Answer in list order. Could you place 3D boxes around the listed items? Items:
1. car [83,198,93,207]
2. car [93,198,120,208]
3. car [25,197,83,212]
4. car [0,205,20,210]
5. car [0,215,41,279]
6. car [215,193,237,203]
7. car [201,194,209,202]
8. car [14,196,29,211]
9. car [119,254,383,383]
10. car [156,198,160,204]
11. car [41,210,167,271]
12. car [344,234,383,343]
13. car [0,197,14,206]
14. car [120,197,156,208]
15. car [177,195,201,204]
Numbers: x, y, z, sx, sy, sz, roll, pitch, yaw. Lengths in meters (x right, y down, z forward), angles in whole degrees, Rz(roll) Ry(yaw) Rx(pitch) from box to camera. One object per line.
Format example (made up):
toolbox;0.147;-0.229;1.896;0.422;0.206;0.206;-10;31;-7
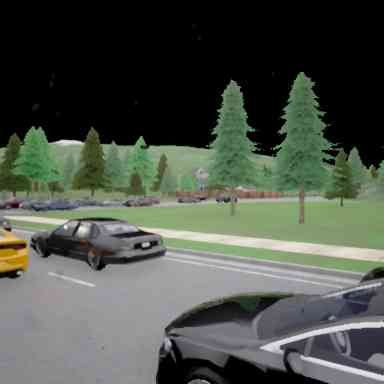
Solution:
car;-16.048;1.555;49.311;1.994;1.385;4.181;0;0;39
car;-11.649;1.593;49.217;1.895;1.301;4.718;0;0;39
car;-15.795;1.541;38.392;2.033;1.411;5.357;0;0;38
car;-11.276;1.544;17.154;5.357;1.411;2.033;0;0;38
car;-6.306;1.476;8.914;5.008;1.535;1.882;0;0;38
car;6.939;1.218;66.802;2.150;2.045;5.566;0;0;39
car;1.555;1.298;71.261;1.882;1.535;5.008;0;0;39
car;-18.483;1.484;40.637;2.128;1.511;4.902;0;0;39
car;1.845;1.490;2.595;4.902;1.511;2.128;0;0;38
car;-7.736;1.553;59.729;1.994;1.385;4.181;0;0;39
car;-3.287;1.546;10.999;5.357;1.411;2.033;0;0;38
car;4.685;1.564;4.812;4.181;1.385;1.994;0;0;38
car;-22.013;1.344;41.822;2.097;1.767;4.553;0;0;39
car;-7.870;1.556;48.346;1.994;1.385;4.181;0;0;39
car;-0.906;1.557;62.655;1.994;1.385;4.181;0;0;39
